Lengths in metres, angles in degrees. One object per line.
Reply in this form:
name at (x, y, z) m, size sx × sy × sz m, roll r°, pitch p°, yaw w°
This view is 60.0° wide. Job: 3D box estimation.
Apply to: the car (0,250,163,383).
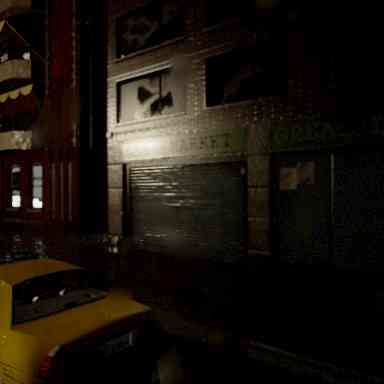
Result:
car at (-2.617, 1.518, 4.746) m, size 4.829 × 1.417 × 1.752 m, roll 0°, pitch 0°, yaw 36°
